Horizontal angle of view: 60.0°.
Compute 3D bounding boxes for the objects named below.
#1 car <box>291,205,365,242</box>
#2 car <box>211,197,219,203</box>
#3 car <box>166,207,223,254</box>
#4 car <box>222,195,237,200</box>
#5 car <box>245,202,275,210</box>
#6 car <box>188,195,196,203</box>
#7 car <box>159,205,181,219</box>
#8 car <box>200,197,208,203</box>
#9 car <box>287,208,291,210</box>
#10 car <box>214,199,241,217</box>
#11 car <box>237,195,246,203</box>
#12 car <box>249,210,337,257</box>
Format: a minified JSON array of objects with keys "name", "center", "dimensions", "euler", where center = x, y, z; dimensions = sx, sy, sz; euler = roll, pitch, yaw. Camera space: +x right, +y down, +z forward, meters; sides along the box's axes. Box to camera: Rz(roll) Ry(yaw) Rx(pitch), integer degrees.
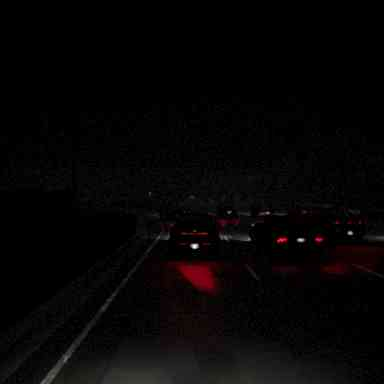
[{"name":"car","center":[7.103,1.638,17.336],"dimensions":[2.128,1.511,4.902],"euler":[0,0,0]},{"name":"car","center":[7.027,2.329,93.910],"dimensions":[1.994,1.385,4.181],"euler":[0,0,0]},{"name":"car","center":[0.096,1.623,13.928],"dimensions":[1.837,1.490,4.892],"euler":[0,0,0]},{"name":"car","center":[10.527,1.998,93.525],"dimensions":[2.150,2.045,5.566],"euler":[0,0,0]},{"name":"car","center":[7.108,1.773,33.678],"dimensions":[2.128,1.511,4.902],"euler":[0,0,0]},{"name":"car","center":[0.027,2.298,93.495],"dimensions":[2.128,1.511,4.902],"euler":[0,0,0]},{"name":"car","center":[-1.919,1.863,31.719],"dimensions":[1.895,1.301,4.718],"euler":[0,0,-15]},{"name":"car","center":[3.527,2.298,93.494],"dimensions":[2.128,1.511,4.902],"euler":[0,0,0]},{"name":"car","center":[10.607,1.867,31.842],"dimensions":[1.895,1.301,4.718],"euler":[0,0,0]},{"name":"car","center":[3.609,1.815,34.822],"dimensions":[1.812,1.442,4.674],"euler":[0,0,0]},{"name":"car","center":[14.027,2.273,93.492],"dimensions":[1.837,1.490,4.892],"euler":[0,0,0]},{"name":"car","center":[3.601,1.661,13.476],"dimensions":[2.033,1.411,5.357],"euler":[0,0,0]}]
